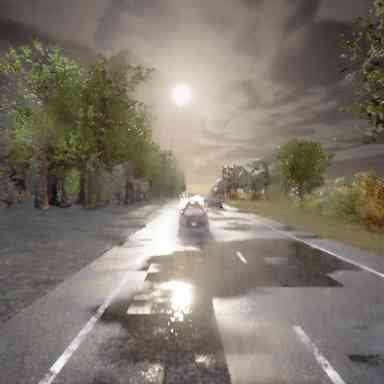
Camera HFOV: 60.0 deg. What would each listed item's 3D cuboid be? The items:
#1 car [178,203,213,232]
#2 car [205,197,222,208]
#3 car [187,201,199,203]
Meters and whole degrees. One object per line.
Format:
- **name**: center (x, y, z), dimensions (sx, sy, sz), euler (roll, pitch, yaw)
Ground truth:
- **car**: center (0.104, 1.638, 20.922), dimensions (1.812, 1.442, 4.674), euler (0, 0, 0)
- **car**: center (3.612, 1.639, 53.066), dimensions (2.097, 1.767, 4.553), euler (0, 0, 0)
- **car**: center (0.107, 1.766, 40.532), dimensions (2.033, 1.411, 5.357), euler (0, 0, 0)
